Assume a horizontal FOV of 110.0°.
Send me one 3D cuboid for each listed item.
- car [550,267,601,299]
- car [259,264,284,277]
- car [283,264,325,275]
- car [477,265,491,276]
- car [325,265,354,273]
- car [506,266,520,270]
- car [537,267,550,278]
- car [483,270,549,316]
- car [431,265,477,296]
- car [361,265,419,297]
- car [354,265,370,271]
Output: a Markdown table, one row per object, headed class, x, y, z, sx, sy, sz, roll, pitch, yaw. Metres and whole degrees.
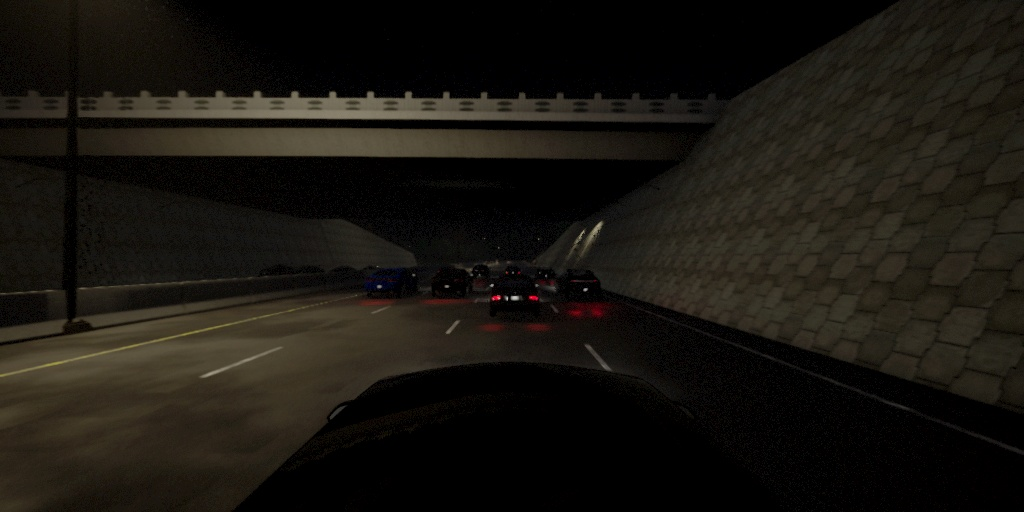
| class | x | y | z | sx | sy | sz | roll | pitch | yaw |
| --- | --- | --- | --- | --- | --- | --- | --- | --- | --- |
| car | 3.594 | 1.474 | 19.930 | 2.128 | 1.511 | 4.902 | 0 | -1 | 0 |
| car | -28.102 | 1.767 | 43.173 | 2.128 | 1.511 | 4.902 | 0 | -1 | 0 |
| car | -24.607 | 1.826 | 43.313 | 2.033 | 1.411 | 5.357 | 0 | -1 | 0 |
| car | -3.413 | 1.742 | 39.980 | 1.837 | 1.490 | 4.892 | 0 | -1 | 0 |
| car | -21.101 | 1.864 | 44.971 | 1.994 | 1.385 | 4.181 | 0 | -1 | 0 |
| car | 0.088 | 1.761 | 38.076 | 2.033 | 1.411 | 5.357 | 0 | -1 | 0 |
| car | 3.586 | 1.837 | 39.888 | 1.895 | 1.301 | 4.718 | 0 | -1 | 0 |
| car | 0.096 | 1.457 | 14.257 | 2.033 | 1.411 | 5.357 | 0 | -1 | 0 |
| car | -3.407 | 1.476 | 21.212 | 1.882 | 1.535 | 5.008 | 0 | -1 | 0 |
| car | -6.907 | 1.475 | 21.144 | 1.882 | 1.535 | 5.008 | 0 | -1 | 0 |
| car | -17.604 | 1.864 | 44.986 | 1.994 | 1.385 | 4.181 | 0 | -1 | 0 |
